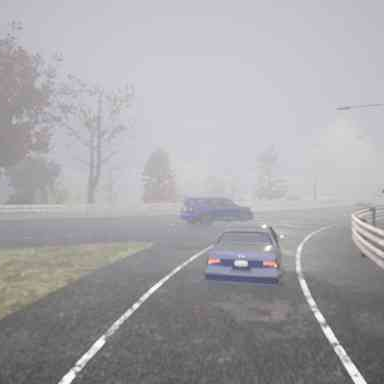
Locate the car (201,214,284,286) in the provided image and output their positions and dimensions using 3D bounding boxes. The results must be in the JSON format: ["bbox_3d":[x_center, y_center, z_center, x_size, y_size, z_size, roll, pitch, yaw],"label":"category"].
[{"bbox_3d":[1.654,1.603,9.636,2.033,1.411,5.357,0,0,14],"label":"car"}]

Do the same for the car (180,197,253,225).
[{"bbox_3d":[1.796,1.356,24.093,5.566,2.045,2.150,0,0,-30],"label":"car"}]

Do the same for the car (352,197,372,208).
[{"bbox_3d":[29.289,1.941,56.752,1.895,1.301,4.718,0,0,39],"label":"car"}]
